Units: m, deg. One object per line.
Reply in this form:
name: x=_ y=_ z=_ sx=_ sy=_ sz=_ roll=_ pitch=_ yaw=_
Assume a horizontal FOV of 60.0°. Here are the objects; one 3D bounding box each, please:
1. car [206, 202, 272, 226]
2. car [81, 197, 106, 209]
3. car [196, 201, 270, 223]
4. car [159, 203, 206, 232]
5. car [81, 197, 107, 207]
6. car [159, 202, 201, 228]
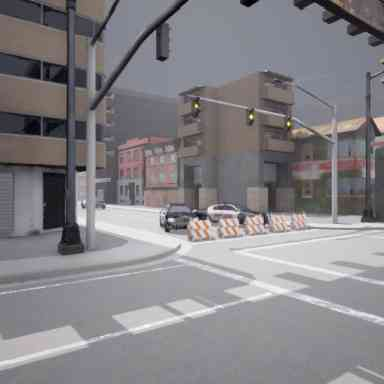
car: x=2.741 y=1.453 z=22.136 sx=4.974 sy=1.542 sz=2.038 roll=0 pitch=0 yaw=34
car: x=-12.931 y=1.453 z=43.628 sx=2.038 sy=1.542 sz=4.974 roll=0 pitch=0 yaw=-36
car: x=2.698 y=1.295 z=22.165 sx=4.536 sy=1.218 sz=1.853 roll=0 pitch=0 yaw=34
car: x=-0.832 y=1.453 z=19.983 sx=2.038 sy=1.542 sz=4.974 roll=0 pitch=0 yaw=-11
car: x=-12.962 y=1.295 z=43.670 sx=1.853 sy=1.218 sz=4.536 roll=0 pitch=0 yaw=-36
car: x=-0.842 y=1.295 z=20.034 sx=1.853 sy=1.218 sz=4.536 roll=0 pitch=0 yaw=-11
